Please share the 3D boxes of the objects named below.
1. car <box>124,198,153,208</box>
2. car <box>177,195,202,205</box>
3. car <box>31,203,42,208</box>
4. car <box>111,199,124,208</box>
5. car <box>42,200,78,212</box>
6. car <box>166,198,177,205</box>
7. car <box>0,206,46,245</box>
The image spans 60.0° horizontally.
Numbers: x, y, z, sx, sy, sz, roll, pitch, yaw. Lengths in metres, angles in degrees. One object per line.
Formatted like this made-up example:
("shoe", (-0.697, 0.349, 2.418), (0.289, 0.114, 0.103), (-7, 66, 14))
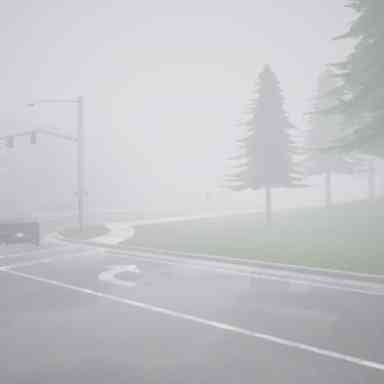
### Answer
("car", (-8.916, 1.758, 57.245), (2.097, 1.767, 4.553), (-1, 0, 35))
("car", (-0.145, 1.622, 69.641), (2.150, 2.045, 5.566), (-1, 0, 35))
("car", (-20.162, 1.988, 47.337), (2.033, 1.411, 5.357), (-1, 0, 35))
("car", (-12.247, 2.006, 58.579), (1.994, 1.385, 4.181), (-1, -1, 35))
("car", (-17.214, 1.895, 45.460), (2.128, 1.511, 4.902), (-1, 0, 35))
("car", (-3.552, 1.960, 70.872), (1.812, 1.442, 4.674), (-1, 0, 35))
("car", (-8.615, 1.639, 15.698), (1.882, 1.535, 5.008), (-1, 0, -37))
